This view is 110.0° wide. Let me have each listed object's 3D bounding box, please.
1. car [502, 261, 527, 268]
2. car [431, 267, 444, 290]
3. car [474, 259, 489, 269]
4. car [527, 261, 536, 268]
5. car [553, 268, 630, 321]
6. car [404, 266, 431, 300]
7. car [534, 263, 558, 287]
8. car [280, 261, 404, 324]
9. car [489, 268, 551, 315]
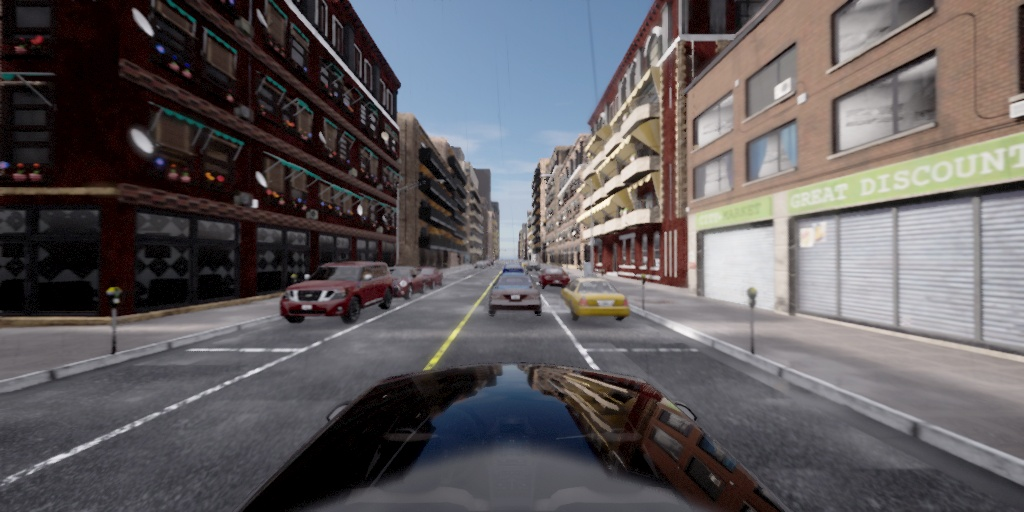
[{"bbox_3d":[0.100,1.377,32.528,1.882,1.535,5.008,0,0,0],"label":"car"},{"bbox_3d":[-5.692,1.402,23.729,1.888,1.381,4.507,0,0,0],"label":"car"},{"bbox_3d":[-5.691,1.595,63.181,2.007,1.370,4.403,0,0,0],"label":"car"},{"bbox_3d":[2.689,1.515,46.269,2.007,1.370,4.403,0,0,0],"label":"car"},{"bbox_3d":[2.688,1.328,12.622,1.751,1.417,4.829,0,0,0],"label":"car"},{"bbox_3d":[-5.692,1.269,18.092,1.967,1.591,4.097,0,0,0],"label":"car"},{"bbox_3d":[2.689,1.402,23.724,1.888,1.381,4.507,0,0,0],"label":"car"},{"bbox_3d":[-5.692,1.117,12.456,2.192,1.841,5.009,0,0,0],"label":"car"},{"bbox_3d":[0.101,1.356,13.787,2.033,1.411,5.357,0,0,0],"label":"car"}]
